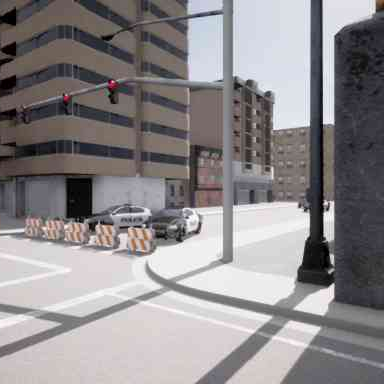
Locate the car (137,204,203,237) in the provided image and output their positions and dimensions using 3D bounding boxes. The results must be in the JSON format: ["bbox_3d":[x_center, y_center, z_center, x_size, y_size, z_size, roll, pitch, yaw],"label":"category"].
[{"bbox_3d":[-0.900,1.295,16.580,1.853,1.218,4.536,0,0,16],"label":"car"}]

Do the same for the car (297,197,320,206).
[{"bbox_3d":[16.606,1.295,47.262,1.853,1.218,4.536,0,0,36],"label":"car"}]

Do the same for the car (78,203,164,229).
[{"bbox_3d":[-4.060,1.295,19.242,4.536,1.218,1.853,0,0,-29],"label":"car"}]

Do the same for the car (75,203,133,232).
[{"bbox_3d":[-4.106,1.453,19.216,4.974,1.542,2.038,0,0,-29],"label":"car"}]

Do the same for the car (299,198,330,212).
[{"bbox_3d":[14.365,1.453,38.303,2.038,1.542,4.974,0,0,36],"label":"car"}]

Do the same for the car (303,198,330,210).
[{"bbox_3d":[14.395,1.295,38.345,1.853,1.218,4.536,0,0,36],"label":"car"}]

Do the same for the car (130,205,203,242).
[{"bbox_3d":[-0.914,1.453,16.530,2.038,1.542,4.974,0,0,16],"label":"car"}]
